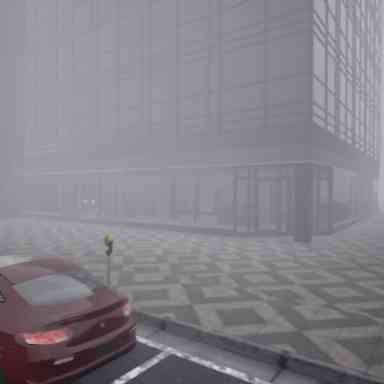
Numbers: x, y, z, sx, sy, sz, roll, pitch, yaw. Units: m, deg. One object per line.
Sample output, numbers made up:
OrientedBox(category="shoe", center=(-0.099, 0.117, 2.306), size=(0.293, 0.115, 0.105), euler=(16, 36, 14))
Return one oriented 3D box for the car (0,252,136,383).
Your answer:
OrientedBox(category="car", center=(-2.641, 1.566, 4.845), size=(4.206, 1.307, 1.802), euler=(0, 0, 36))
